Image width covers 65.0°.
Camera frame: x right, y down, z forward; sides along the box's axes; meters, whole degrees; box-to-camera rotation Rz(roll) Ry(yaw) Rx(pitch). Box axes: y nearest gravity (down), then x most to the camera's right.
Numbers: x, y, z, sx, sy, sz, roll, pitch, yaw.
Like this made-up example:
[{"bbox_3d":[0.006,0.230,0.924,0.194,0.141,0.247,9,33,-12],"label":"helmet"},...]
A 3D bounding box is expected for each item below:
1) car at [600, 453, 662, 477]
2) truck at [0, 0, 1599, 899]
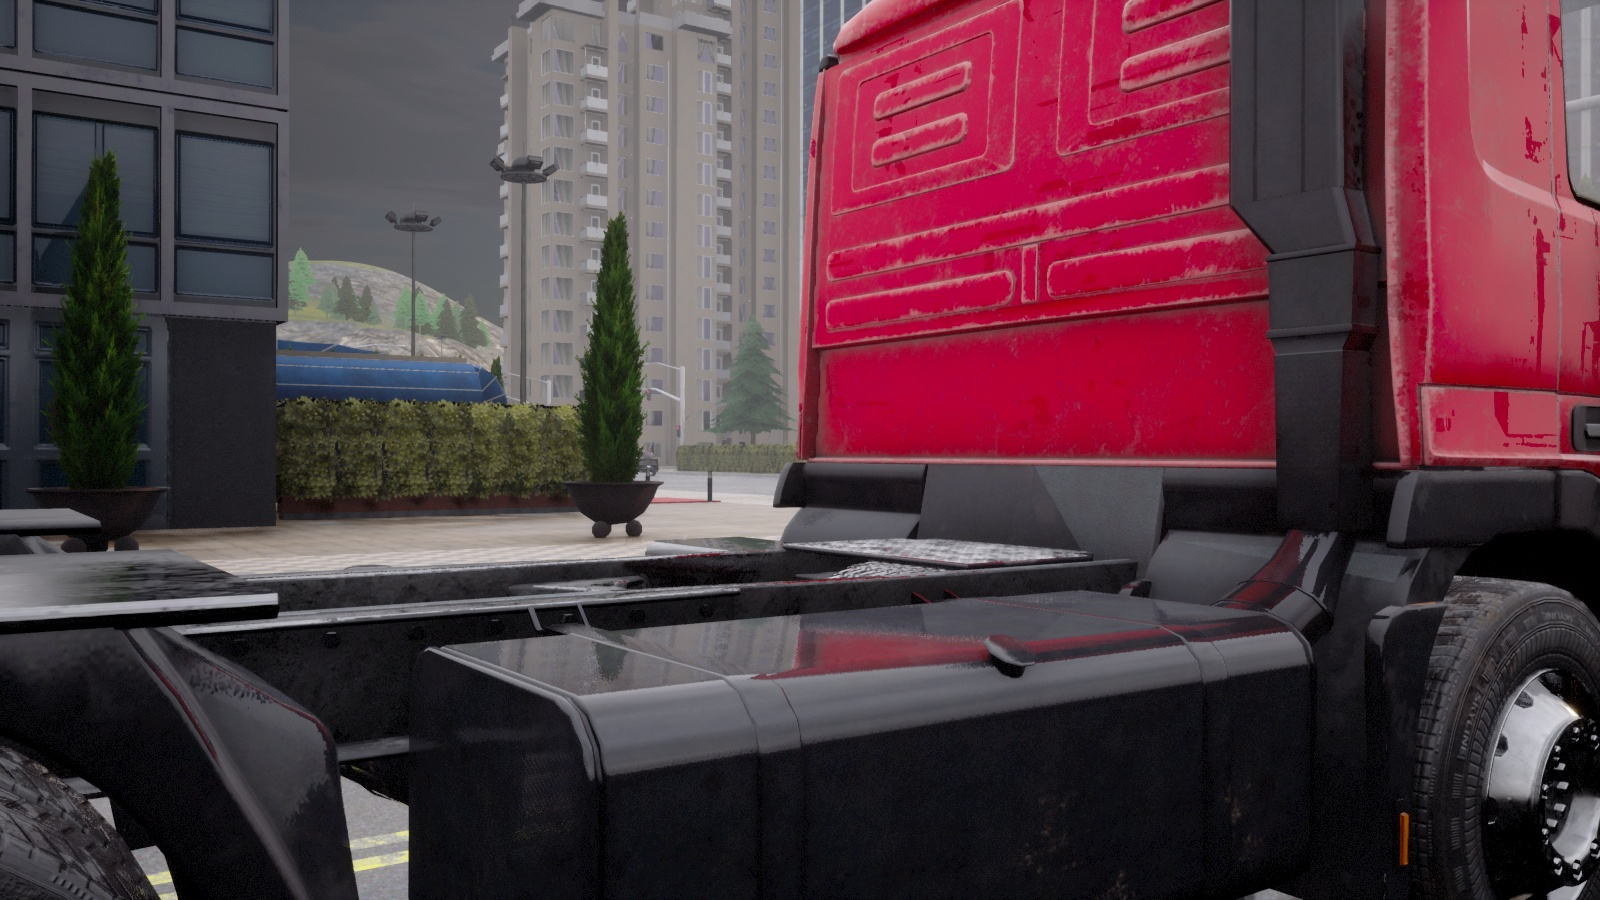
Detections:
[{"bbox_3d":[-10.939,0.944,81.072,1.882,1.535,5.008,0,0,-35],"label":"car"},{"bbox_3d":[-0.663,-0.228,3.201,7.936,3.462,2.891,0,0,-35],"label":"truck"}]
